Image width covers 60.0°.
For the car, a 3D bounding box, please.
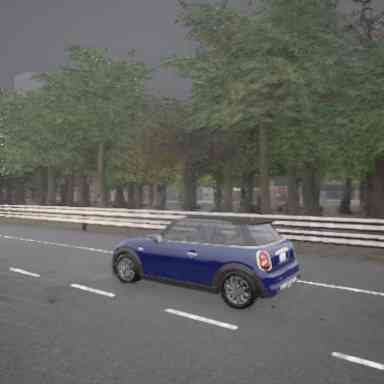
[{"bbox_3d":[0.134,1.358,8.074,4.553,1.767,2.097,0,0,36],"label":"car"}]
